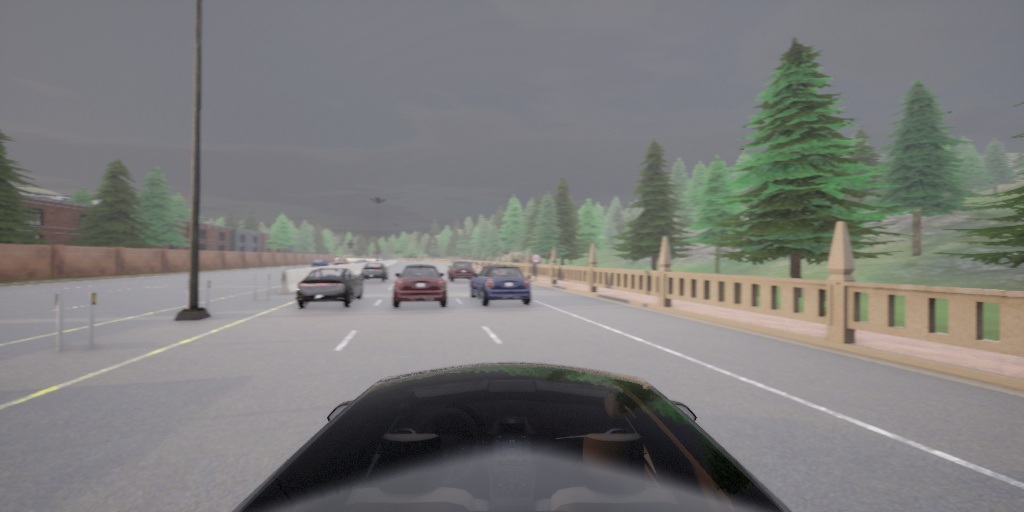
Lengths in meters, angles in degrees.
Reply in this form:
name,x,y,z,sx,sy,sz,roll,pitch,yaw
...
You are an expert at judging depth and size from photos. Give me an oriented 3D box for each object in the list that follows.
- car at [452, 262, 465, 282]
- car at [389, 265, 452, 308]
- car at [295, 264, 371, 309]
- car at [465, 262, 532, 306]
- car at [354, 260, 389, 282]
name,x,y,z,sx,sy,sz,roll,pitch,yaw
car,-4.438,1.263,31.133,2.097,1.767,4.553,1,-1,-14
car,-4.051,1.154,15.812,2.097,1.767,4.553,1,-1,-15
car,-7.483,1.248,15.095,2.128,1.511,4.902,1,0,-15
car,-0.673,1.203,16.727,2.097,1.767,4.553,1,-1,-15
car,-11.268,1.309,29.585,2.128,1.511,4.902,1,0,-14
